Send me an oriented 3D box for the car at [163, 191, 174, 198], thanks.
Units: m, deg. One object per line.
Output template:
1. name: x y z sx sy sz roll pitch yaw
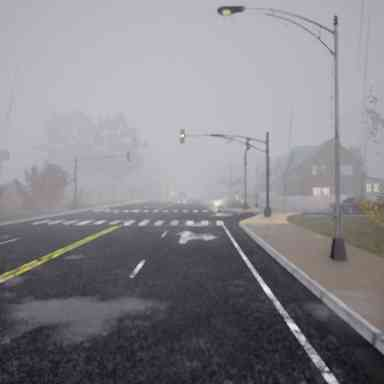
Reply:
1. car: -5.385 0.506 77.483 1.882 1.535 5.008 0 0 6

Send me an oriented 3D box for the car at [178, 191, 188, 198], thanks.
1. car: -2.155 0.545 77.125 1.812 1.442 4.674 0 0 6

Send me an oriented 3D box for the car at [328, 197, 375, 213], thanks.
1. car: 13.394 1.050 26.189 4.718 1.301 1.895 -1 -1 9
